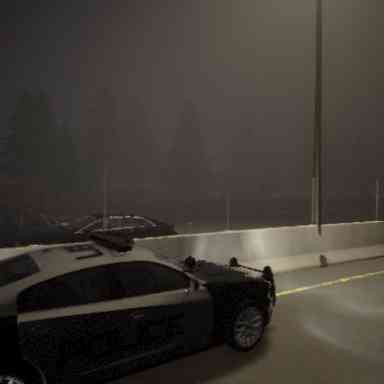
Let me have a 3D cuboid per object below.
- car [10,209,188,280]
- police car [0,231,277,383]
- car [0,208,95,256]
[{"bbox_3d":[-2.784,1.406,10.375,4.902,1.511,2.128,0,0,-33],"label":"car"},{"bbox_3d":[-0.960,1.388,4.510,5.238,1.638,1.930,0,0,-34],"label":"police car"},{"bbox_3d":[-6.517,1.423,12.148,5.357,1.411,2.033,0,0,-35],"label":"car"}]
